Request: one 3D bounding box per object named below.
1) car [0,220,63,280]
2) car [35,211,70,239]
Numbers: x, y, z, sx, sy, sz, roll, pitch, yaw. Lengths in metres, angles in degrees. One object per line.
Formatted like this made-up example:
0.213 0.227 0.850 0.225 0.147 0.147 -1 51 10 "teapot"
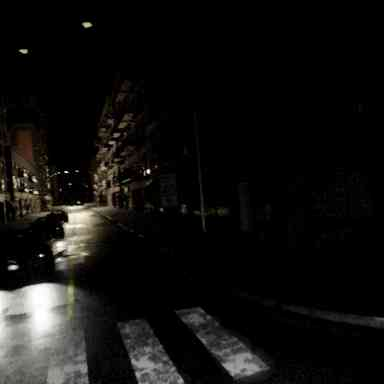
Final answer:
-5.598 1.955 11.077 1.994 1.385 4.181 -5 0 -19 "car"
-8.839 2.182 20.384 1.994 1.385 4.181 -5 0 -18 "car"
